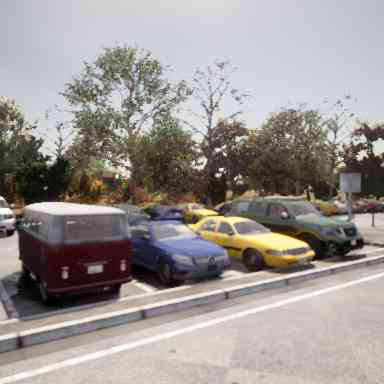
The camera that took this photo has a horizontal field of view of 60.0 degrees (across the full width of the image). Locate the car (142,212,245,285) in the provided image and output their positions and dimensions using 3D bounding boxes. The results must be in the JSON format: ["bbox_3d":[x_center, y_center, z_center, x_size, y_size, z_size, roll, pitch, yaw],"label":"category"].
[{"bbox_3d":[-0.854,1.576,9.989,2.002,1.452,4.674,0,0,-36],"label":"car"}]

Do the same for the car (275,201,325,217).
[{"bbox_3d":[11.204,1.742,34.675,2.002,1.452,4.674,0,0,-36],"label":"car"}]

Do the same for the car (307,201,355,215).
[{"bbox_3d":[15.721,1.781,37.904,2.002,1.452,4.674,0,0,-36],"label":"car"}]

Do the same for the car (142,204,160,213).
[{"bbox_3d":[-4.607,1.571,23.388,2.231,1.521,4.892,0,0,-36],"label":"car"}]

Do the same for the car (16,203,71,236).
[{"bbox_3d":[-9.123,1.532,20.159,2.097,1.535,5.008,0,0,-36],"label":"car"}]

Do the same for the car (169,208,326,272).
[{"bbox_3d":[1.536,1.552,11.466,1.946,1.575,5.366,0,0,-36],"label":"car"}]

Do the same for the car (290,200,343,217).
[{"bbox_3d":[13.465,1.721,36.289,2.097,1.535,5.008,0,0,-36],"label":"car"}]

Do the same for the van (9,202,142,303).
[{"bbox_3d":[-3.200,1.291,8.453,1.878,1.987,4.442,0,0,-36],"label":"van"}]

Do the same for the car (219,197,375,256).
[{"bbox_3d":[3.727,1.323,13.225,2.435,2.045,5.566,0,0,-36],"label":"car"}]

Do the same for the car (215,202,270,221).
[{"bbox_3d":[4.446,1.675,29.814,2.163,1.488,4.792,0,0,-36],"label":"car"}]

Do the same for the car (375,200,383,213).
[{"bbox_3d":[20.233,1.781,41.139,2.097,1.535,5.008,0,0,-36],"label":"car"}]

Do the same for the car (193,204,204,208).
[{"bbox_3d":[0.020,1.605,26.459,1.946,1.575,5.366,0,0,-36],"label":"car"}]

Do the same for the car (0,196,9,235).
[{"bbox_3d":[-11.360,1.262,18.519,2.435,2.045,5.566,0,0,-36],"label":"car"}]

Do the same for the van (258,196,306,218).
[{"bbox_3d":[8.879,1.457,33.160,1.878,1.987,4.442,0,0,-36],"label":"van"}]

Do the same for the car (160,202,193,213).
[{"bbox_3d":[-2.363,1.618,25.020,2.163,1.488,4.792,0,0,-36],"label":"car"}]

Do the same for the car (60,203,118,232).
[{"bbox_3d":[-6.865,1.551,21.773,2.097,1.535,5.008,0,0,-36],"label":"car"}]
